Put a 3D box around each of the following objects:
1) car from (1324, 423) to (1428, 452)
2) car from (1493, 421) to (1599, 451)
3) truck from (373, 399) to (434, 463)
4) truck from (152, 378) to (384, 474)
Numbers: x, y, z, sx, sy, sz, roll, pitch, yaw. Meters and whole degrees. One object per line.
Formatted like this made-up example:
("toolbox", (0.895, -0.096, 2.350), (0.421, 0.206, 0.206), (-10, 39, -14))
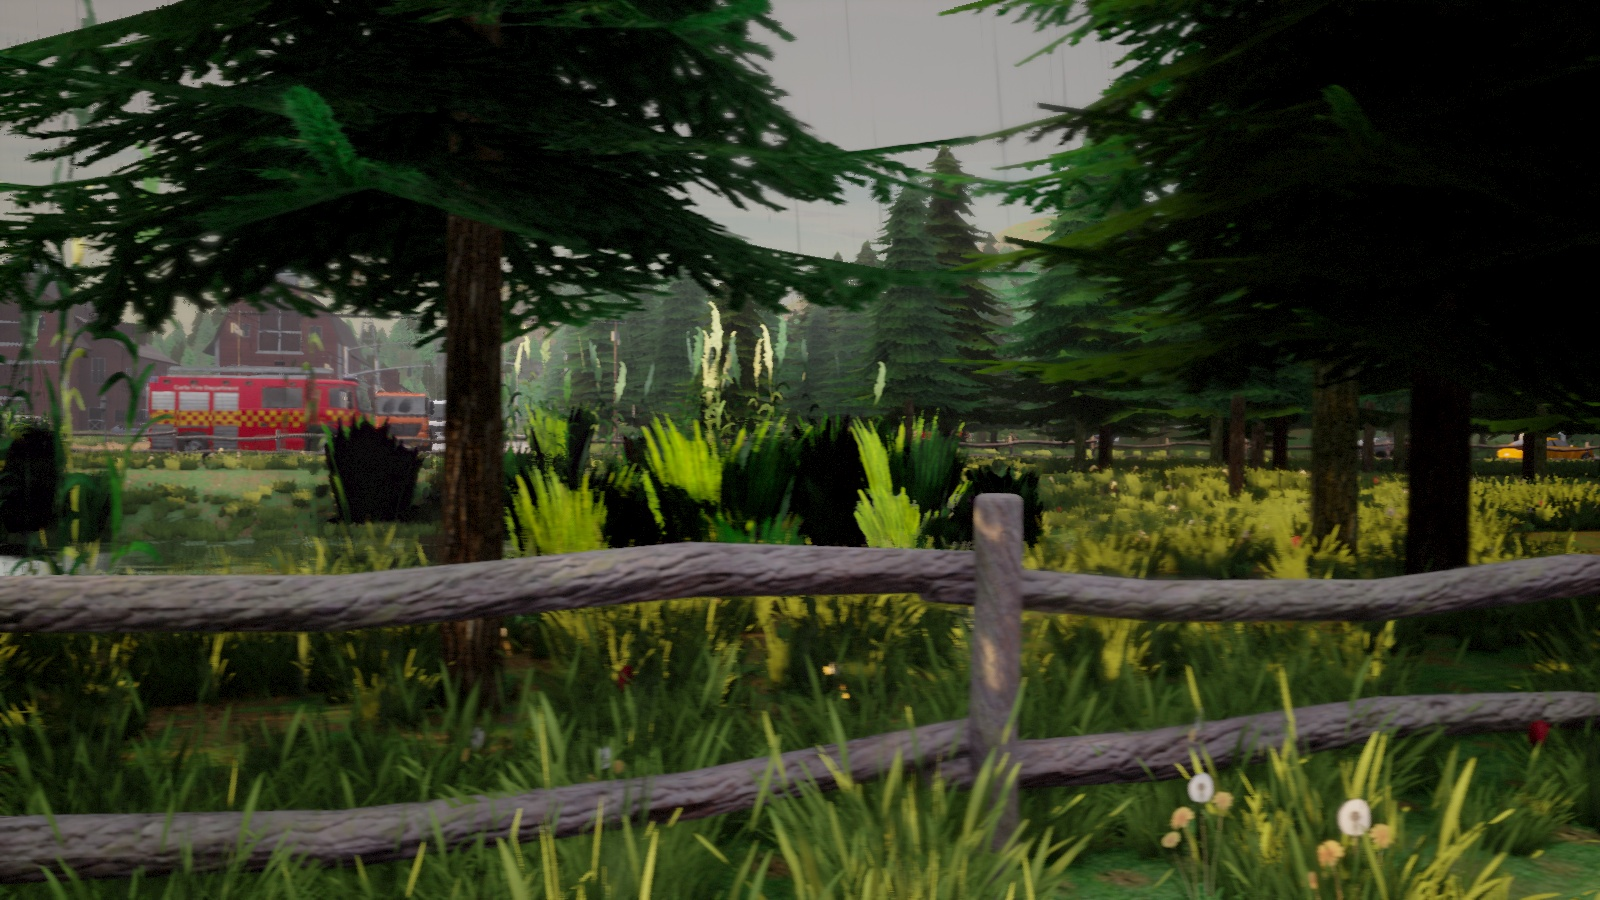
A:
("car", (30.989, -0.664, 67.608), (4.792, 1.488, 2.163), (-1, 1, -13))
("car", (39.232, -0.748, 65.951), (5.008, 1.535, 1.882), (-1, 1, -14))
("truck", (-22.669, -1.112, 72.119), (2.891, 3.462, 7.936), (-1, 1, -14))
("truck", (-22.003, -1.016, 52.438), (8.468, 3.827, 2.891), (-1, 1, -12))
